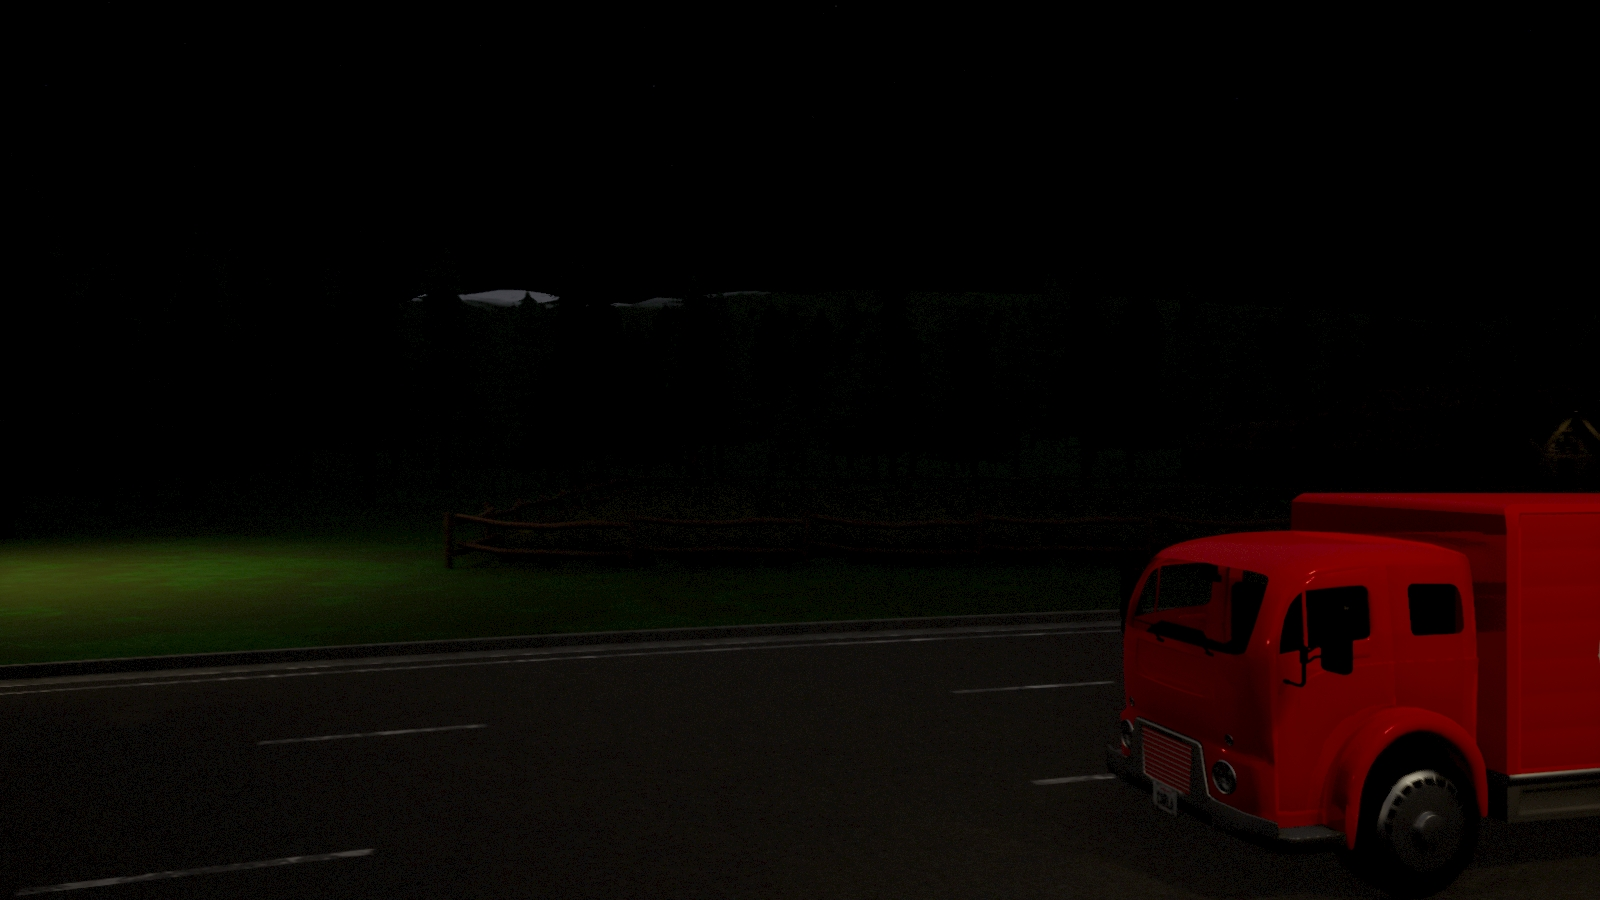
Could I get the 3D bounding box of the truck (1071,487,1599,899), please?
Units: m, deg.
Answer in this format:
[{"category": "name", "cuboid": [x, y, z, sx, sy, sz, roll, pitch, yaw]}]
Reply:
[{"category": "truck", "cuboid": [5.012, 1.565, 8.494, 5.204, 2.467, 2.627, 0, 0, -15]}]
